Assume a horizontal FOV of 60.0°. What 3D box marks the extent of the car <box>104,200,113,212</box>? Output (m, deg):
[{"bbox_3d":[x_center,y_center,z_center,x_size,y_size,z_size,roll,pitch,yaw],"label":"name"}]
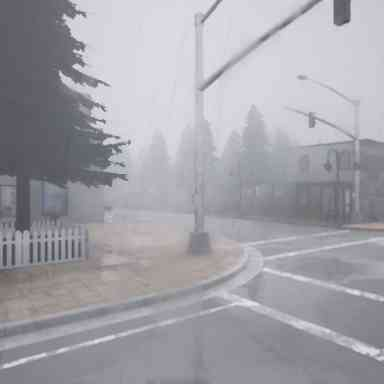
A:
[{"bbox_3d":[-10.585,1.511,37.437,2.033,1.411,5.357,0,0,-34],"label":"car"}]
